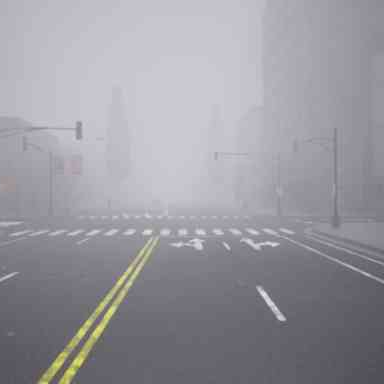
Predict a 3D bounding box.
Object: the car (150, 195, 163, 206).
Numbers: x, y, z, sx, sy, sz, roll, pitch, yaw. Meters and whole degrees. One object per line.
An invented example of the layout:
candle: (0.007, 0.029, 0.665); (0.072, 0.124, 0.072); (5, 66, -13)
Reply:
car: (-6.155, 1.522, 57.508); (2.097, 1.767, 4.553); (0, 0, -4)

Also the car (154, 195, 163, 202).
car: (-7.309, 1.339, 72.967); (1.837, 1.490, 4.892); (0, 0, -4)

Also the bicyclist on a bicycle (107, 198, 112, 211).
bicyclist on a bicycle: (-10.437, 1.568, 42.055); (0.582, 1.620, 1.656); (0, 0, -4)
